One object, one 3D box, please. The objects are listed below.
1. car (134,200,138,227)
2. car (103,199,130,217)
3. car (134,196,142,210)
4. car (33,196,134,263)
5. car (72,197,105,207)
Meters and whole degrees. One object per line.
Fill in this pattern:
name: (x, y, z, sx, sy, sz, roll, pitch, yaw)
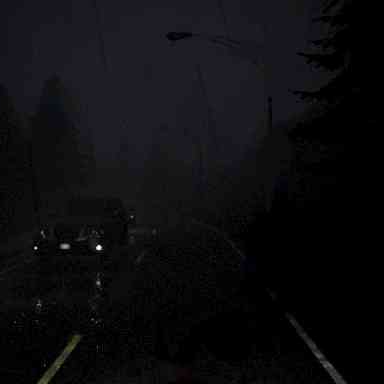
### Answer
car: (-4.727, 1.487, 22.124, 1.812, 1.442, 4.674, 0, 0, -11)
car: (-7.392, 1.448, 32.204, 1.837, 1.490, 4.892, 0, 0, -21)
car: (-7.886, 1.278, 42.026, 2.097, 1.767, 4.553, 0, 0, -28)
car: (-3.734, 1.200, 12.292, 2.150, 2.045, 5.566, 0, 0, -2)
car: (-16.106, 1.457, 51.636, 5.357, 1.411, 2.033, 0, 0, 36)
